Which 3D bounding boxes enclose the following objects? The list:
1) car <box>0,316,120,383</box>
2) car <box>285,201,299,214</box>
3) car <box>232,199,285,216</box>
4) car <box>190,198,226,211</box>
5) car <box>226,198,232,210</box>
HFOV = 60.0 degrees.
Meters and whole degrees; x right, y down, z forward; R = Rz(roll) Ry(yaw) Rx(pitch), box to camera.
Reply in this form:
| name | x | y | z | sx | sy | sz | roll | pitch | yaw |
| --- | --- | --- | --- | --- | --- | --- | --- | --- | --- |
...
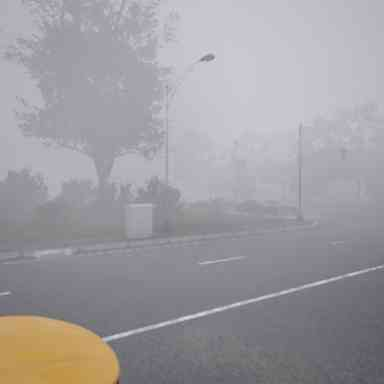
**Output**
| name | x | y | z | sx | sy | sz | roll | pitch | yaw |
| --- | --- | --- | --- | --- | --- | --- | --- | --- | --- |
| car | -2.826 | 1.474 | 1.730 | 5.008 | 1.535 | 1.882 | 0 | 0 | -35 |
| car | 9.472 | 1.552 | 36.615 | 1.882 | 1.535 | 5.008 | 0 | 0 | -32 |
| car | 6.743 | 1.543 | 34.384 | 1.882 | 1.535 | 5.008 | 0 | 0 | -32 |
| car | 1.738 | 1.660 | 42.276 | 1.895 | 1.301 | 4.718 | 0 | 0 | -33 |
| car | 4.377 | 1.558 | 44.633 | 2.128 | 1.511 | 4.902 | 0 | 0 | -33 |
